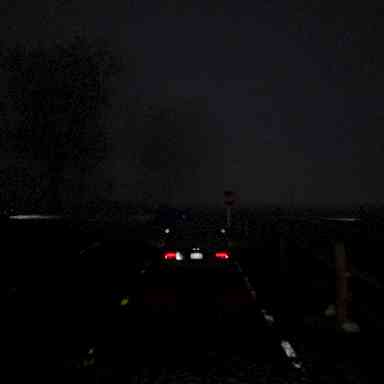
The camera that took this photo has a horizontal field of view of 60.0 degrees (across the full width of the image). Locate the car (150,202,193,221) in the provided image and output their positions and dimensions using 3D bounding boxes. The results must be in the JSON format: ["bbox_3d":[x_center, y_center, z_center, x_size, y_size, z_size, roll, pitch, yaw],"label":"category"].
[{"bbox_3d":[-1.546,1.471,24.375,1.882,1.535,5.008,1,0,-23],"label":"car"}]

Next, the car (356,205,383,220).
[{"bbox_3d":[16.973,1.831,29.537,4.181,1.385,1.994,1,0,2],"label":"car"}]

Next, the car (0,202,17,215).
[{"bbox_3d":[-17.089,1.321,28.008,4.181,1.385,1.994,1,0,3],"label":"car"}]

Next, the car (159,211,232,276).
[{"bbox_3d":[0.102,1.546,10.301,2.033,1.411,5.357,0,0,0],"label":"car"}]
